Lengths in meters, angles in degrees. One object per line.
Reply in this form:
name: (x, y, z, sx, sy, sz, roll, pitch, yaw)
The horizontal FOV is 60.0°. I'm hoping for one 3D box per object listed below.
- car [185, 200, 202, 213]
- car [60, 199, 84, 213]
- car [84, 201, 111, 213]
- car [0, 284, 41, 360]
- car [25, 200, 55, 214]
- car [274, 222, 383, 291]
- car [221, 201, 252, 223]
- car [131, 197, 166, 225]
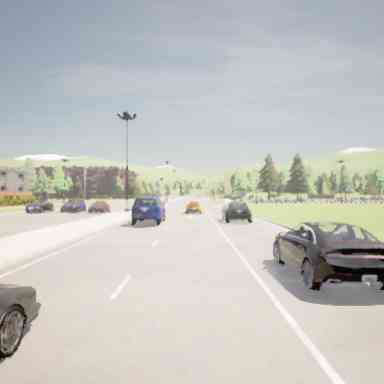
car: (0.216, 1.794, 41.506, 1.882, 1.535, 5.008, 0, -1, 0)
car: (-14.883, 1.713, 41.961, 2.097, 1.767, 4.553, 0, 0, 0)
car: (-11.391, 1.831, 41.158, 1.812, 1.442, 4.674, 0, -1, 0)
car: (-3.382, 1.568, 2.965, 2.033, 1.411, 5.357, 0, 0, 0)
car: (-18.400, 1.786, 40.384, 2.128, 1.511, 4.902, 0, -1, 0)
car: (3.632, 1.566, 9.220, 2.128, 1.511, 4.902, 0, 0, 0)
car: (3.678, 1.569, 28.016, 2.097, 1.767, 4.553, 0, 0, 0)
car: (-3.329, 1.418, 26.066, 2.150, 2.045, 5.566, 0, 0, 0)
